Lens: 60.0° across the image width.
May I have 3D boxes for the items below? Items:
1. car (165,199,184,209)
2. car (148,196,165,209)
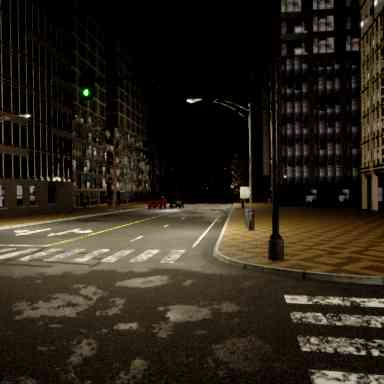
[{"bbox_3d":[-2.494,1.983,54.950,2.128,1.511,4.902,-1,-1,8],"label":"car"},{"bbox_3d":[-5.719,1.752,55.369,2.150,2.045,5.566,-1,-1,8],"label":"car"}]
